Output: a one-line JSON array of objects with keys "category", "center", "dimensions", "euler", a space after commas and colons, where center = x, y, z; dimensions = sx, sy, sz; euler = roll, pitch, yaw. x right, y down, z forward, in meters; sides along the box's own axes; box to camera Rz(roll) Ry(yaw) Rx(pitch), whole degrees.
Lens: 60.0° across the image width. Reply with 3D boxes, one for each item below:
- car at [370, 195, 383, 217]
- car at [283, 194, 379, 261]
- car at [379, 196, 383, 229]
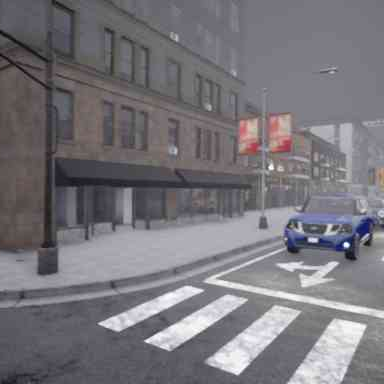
[{"category": "car", "center": [16.845, 1.160, 28.734], "dimensions": [2.097, 1.767, 4.553], "euler": [1, 1, 35]}, {"category": "car", "center": [5.289, 1.106, 12.420], "dimensions": [2.150, 2.045, 5.566], "euler": [1, 1, 35]}, {"category": "car", "center": [10.915, 1.198, 20.369], "dimensions": [2.097, 1.767, 4.553], "euler": [1, 1, 35]}]
